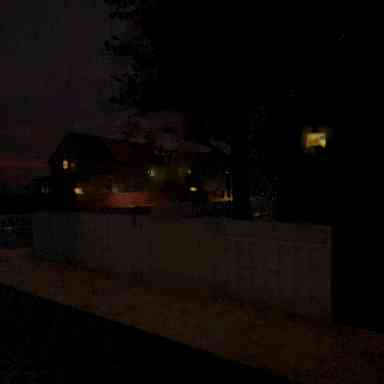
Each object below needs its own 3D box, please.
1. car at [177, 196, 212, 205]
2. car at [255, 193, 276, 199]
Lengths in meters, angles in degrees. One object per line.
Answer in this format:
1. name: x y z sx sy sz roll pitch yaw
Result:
1. car: 0.300 1.063 34.053 1.994 1.385 4.181 2 2 35
2. car: 10.923 0.828 48.947 1.994 1.385 4.181 2 2 35
